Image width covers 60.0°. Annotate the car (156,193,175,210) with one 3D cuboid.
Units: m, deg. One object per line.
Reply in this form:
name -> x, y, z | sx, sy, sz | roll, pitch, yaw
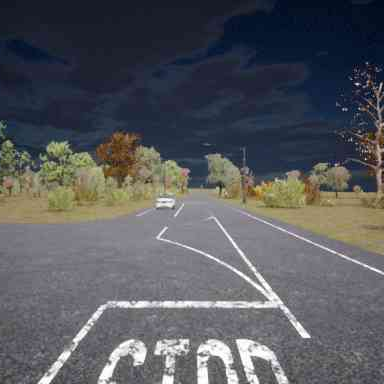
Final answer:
car -> -3.277, 1.191, 41.966 | 2.150, 2.045, 5.566 | 0, 0, 0
